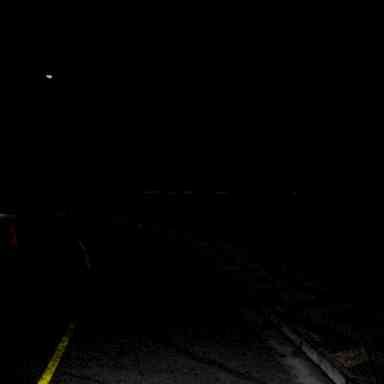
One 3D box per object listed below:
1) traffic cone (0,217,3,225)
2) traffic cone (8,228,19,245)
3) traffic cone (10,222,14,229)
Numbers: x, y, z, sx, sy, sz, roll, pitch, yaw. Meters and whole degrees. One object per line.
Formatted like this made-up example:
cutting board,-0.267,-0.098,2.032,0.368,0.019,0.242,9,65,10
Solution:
traffic cone,-13.029,1.962,22.602,0.340,0.580,0.340,0,1,-41
traffic cone,-7.908,2.045,14.848,0.340,0.580,0.340,0,0,-26
traffic cone,-10.222,2.008,18.886,0.340,0.580,0.340,0,1,-33
